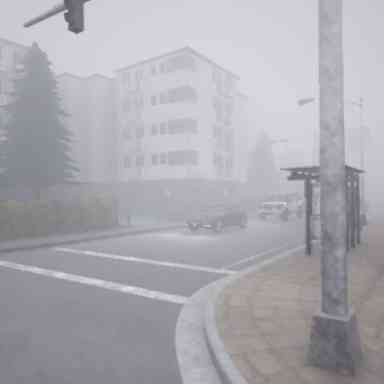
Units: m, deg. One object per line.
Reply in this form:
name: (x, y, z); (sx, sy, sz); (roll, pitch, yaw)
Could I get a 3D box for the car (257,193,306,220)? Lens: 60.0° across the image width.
car: (7.428, 1.143, 27.591); (2.150, 2.045, 5.566); (-1, 0, 36)

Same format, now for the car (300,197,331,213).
car: (13.369, 1.383, 35.807); (1.882, 1.535, 5.008); (-1, 0, 36)

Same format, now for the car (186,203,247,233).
car: (1.550, 1.442, 19.403); (1.837, 1.490, 4.892); (-1, 0, 36)

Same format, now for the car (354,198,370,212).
car: (17.600, 1.356, 35.439); (1.837, 1.490, 4.892); (-1, 0, 36)
